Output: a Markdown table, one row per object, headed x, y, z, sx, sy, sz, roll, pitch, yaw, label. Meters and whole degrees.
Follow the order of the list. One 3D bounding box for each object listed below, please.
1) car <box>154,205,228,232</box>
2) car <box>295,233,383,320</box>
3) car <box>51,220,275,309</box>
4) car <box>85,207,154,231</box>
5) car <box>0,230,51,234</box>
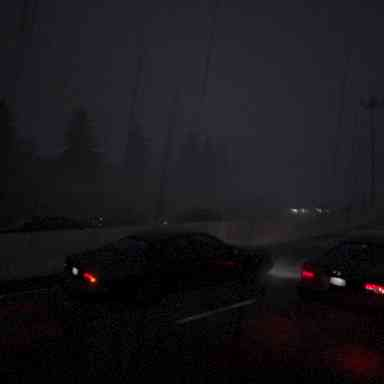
| x | y | z | sx | sy | sz | roll | pitch | yaw | label |
| --- | --- | --- | --- | --- | --- | --- | --- | --- | --- |
| 0.050 | 1.720 | 22.633 | 4.902 | 1.511 | 2.128 | 1 | -1 | -45 | car |
| 4.477 | 1.652 | 7.477 | 5.357 | 1.411 | 2.033 | 1 | -1 | -40 | car |
| -0.320 | 1.627 | 8.070 | 5.357 | 1.411 | 2.033 | 1 | -1 | -38 | car |
| -4.886 | 1.762 | 22.823 | 4.181 | 1.385 | 1.994 | 1 | -1 | -42 | car |
| -5.976 | 1.616 | 12.822 | 4.674 | 1.442 | 1.812 | 1 | -1 | -38 | car |
